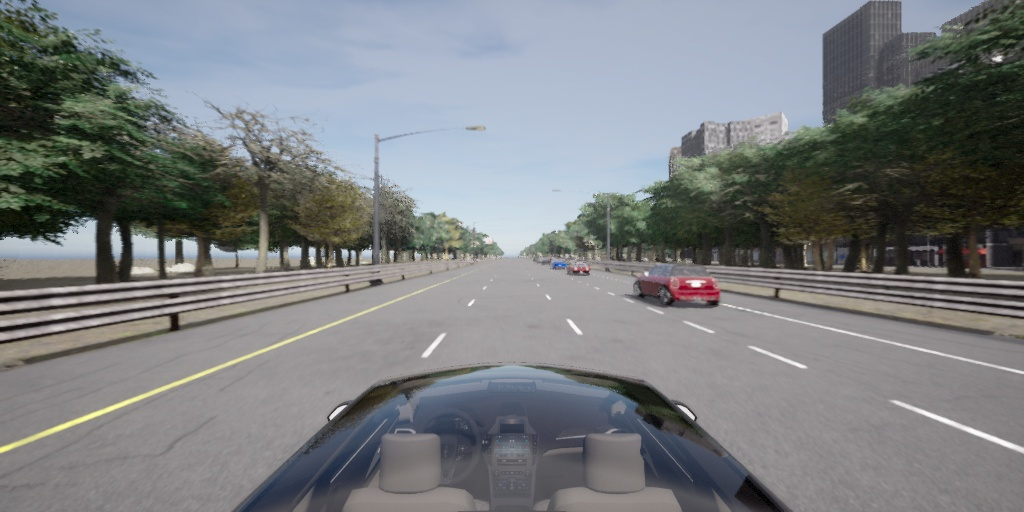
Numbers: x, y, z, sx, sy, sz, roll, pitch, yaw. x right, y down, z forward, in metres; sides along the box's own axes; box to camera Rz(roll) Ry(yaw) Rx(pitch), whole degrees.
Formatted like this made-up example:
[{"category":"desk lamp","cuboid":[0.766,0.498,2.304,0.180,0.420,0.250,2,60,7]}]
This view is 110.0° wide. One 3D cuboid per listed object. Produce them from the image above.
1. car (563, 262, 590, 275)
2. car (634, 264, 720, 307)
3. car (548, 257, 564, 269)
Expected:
[{"category":"car","cuboid":[7.085,1.375,38.806,1.895,1.301,4.718,0,0,0]},{"category":"car","cuboid":[7.016,1.111,15.782,2.097,1.767,4.553,0,0,0]},{"category":"car","cuboid":[7.160,1.264,55.783,1.882,1.535,5.008,0,0,0]}]
